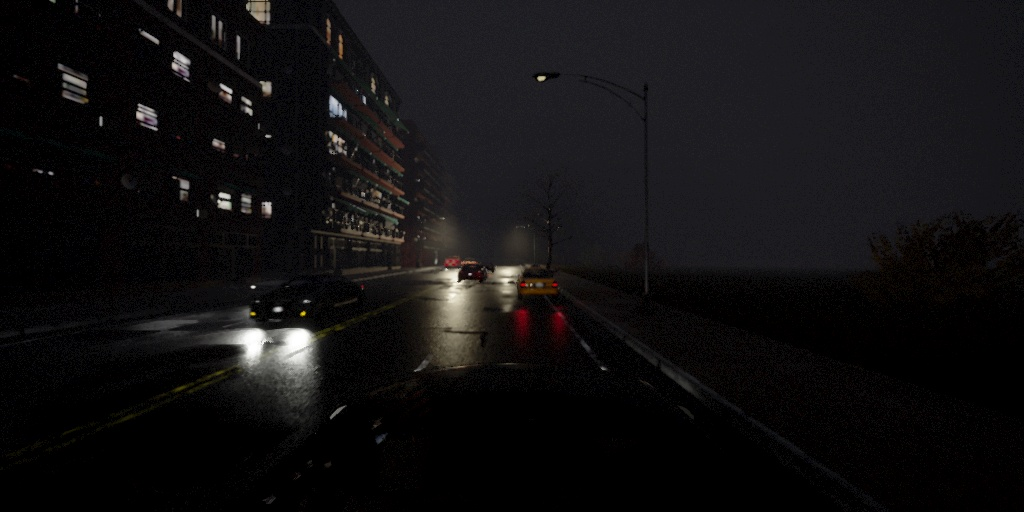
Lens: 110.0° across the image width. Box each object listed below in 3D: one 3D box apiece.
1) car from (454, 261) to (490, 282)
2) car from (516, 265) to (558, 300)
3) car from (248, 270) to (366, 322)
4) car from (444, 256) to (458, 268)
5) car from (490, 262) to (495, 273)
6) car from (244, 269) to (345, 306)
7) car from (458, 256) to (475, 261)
[{"bbox_3d":[-3.107,1.312,28.530,1.994,1.385,4.181,0,0,0],"label":"car"},{"bbox_3d":[1.162,1.205,17.755,1.801,1.575,5.366,0,0,0],"label":"car"},{"bbox_3d":[-6.584,1.313,12.071,1.994,1.385,4.181,0,0,0],"label":"car"},{"bbox_3d":[-9.722,0.961,59.420,2.150,2.045,5.566,0,0,1],"label":"car"},{"bbox_3d":[-3.083,1.345,44.061,1.895,1.301,4.718,0,0,0],"label":"car"},{"bbox_3d":[-9.827,1.349,16.750,1.895,1.301,4.718,0,0,0],"label":"car"},{"bbox_3d":[-6.502,1.093,54.498,2.097,1.767,4.553,0,0,0],"label":"car"}]
